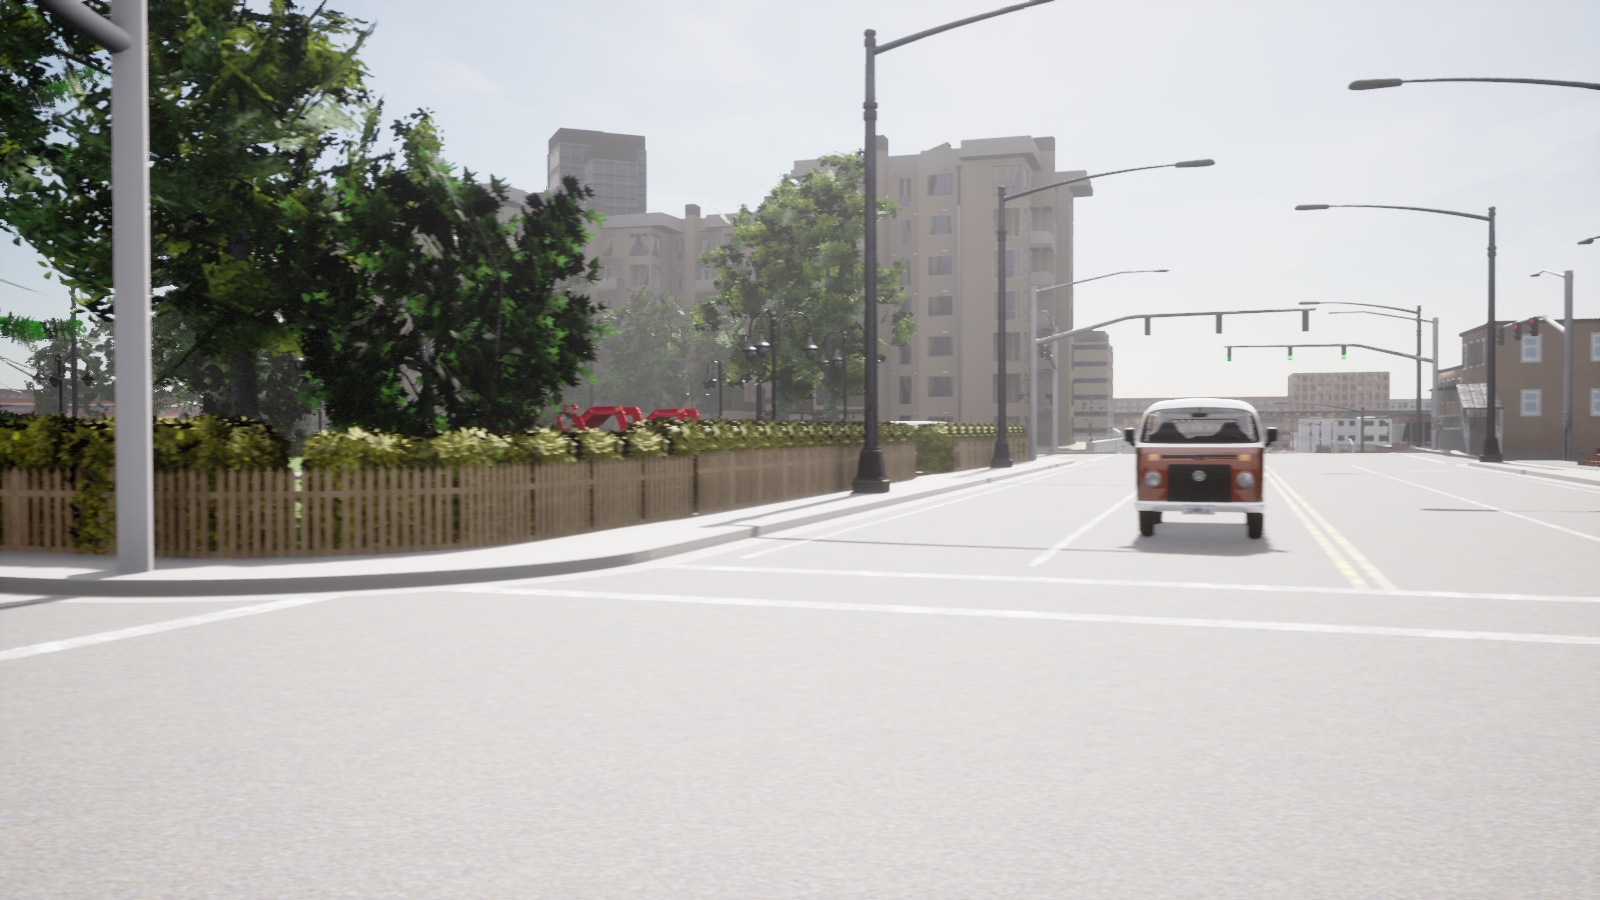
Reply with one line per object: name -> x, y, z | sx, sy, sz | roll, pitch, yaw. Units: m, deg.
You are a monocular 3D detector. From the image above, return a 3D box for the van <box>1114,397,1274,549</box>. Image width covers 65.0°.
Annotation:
van -> 6.061, 0.265, 19.220 | 2.069, 2.038, 4.480 | 1, 1, 19
